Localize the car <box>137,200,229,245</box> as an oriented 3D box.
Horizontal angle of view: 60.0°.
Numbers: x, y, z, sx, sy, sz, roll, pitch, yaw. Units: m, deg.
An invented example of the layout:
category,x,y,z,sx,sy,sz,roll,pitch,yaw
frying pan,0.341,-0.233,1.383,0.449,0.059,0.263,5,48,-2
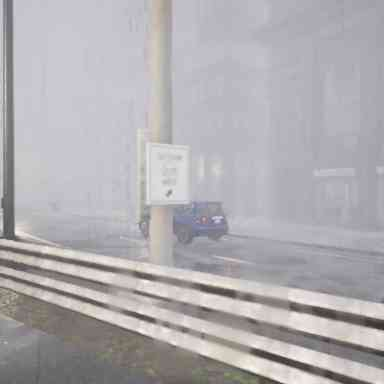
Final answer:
category,x,y,z,sx,sy,sz,roll,pitch,yaw
car,-0.605,1.413,17.000,2.150,2.045,5.566,0,0,-41
